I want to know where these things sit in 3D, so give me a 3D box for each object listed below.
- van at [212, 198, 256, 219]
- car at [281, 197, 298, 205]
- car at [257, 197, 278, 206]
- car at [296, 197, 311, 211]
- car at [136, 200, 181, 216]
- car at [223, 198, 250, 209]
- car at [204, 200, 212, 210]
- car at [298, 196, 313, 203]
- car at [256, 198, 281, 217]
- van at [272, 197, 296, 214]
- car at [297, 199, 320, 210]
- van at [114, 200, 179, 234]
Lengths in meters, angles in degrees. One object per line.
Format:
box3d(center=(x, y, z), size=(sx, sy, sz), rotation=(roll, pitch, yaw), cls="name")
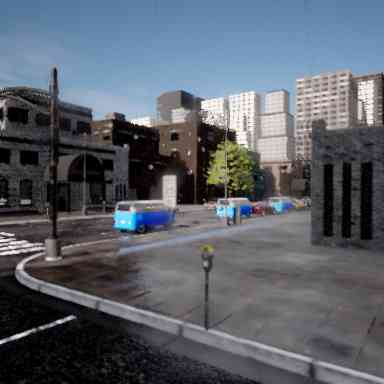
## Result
box3d(center=(3.671, 1.422, 28.523), size=(1.690, 1.788, 3.998), rotation=(0, 0, 35), cls="van")
box3d(center=(19.036, 1.682, 64.985), size=(1.887, 1.381, 4.507), rotation=(0, 0, 35), cls="car")
box3d(center=(12.689, 1.643, 55.948), size=(1.887, 1.381, 4.507), rotation=(0, 0, 35), cls="car")
box3d(center=(13.288, 1.657, 42.219), size=(1.752, 1.417, 4.829), rotation=(0, 0, 35), cls="car")
box3d(center=(-3.275, 1.537, 33.215), size=(1.752, 1.417, 4.829), rotation=(0, 0, 35), cls="car")
box3d(center=(6.343, 1.607, 46.911), size=(1.887, 1.381, 4.507), rotation=(0, 0, 35), cls="car")
box3d(center=(3.170, 1.485, 42.392), size=(1.967, 1.590, 4.097), rotation=(0, 0, 35), cls="car")
box3d(center=(25.285, 1.705, 73.883), size=(1.752, 1.417, 4.829), rotation=(0, 0, 35), cls="car")
box3d(center=(6.843, 1.641, 33.041), size=(1.887, 1.381, 4.507), rotation=(0, 0, 35), cls="car")
box3d(center=(10.018, 1.455, 37.560), size=(1.690, 1.788, 3.998), rotation=(0, 0, 35), cls="van")
box3d(center=(16.363, 1.715, 46.598), size=(1.947, 1.339, 4.313), rotation=(0, 0, 35), cls="car")
box3d(center=(-2.676, 1.393, 19.485), size=(1.690, 1.788, 3.998), rotation=(0, 0, 35), cls="van")
